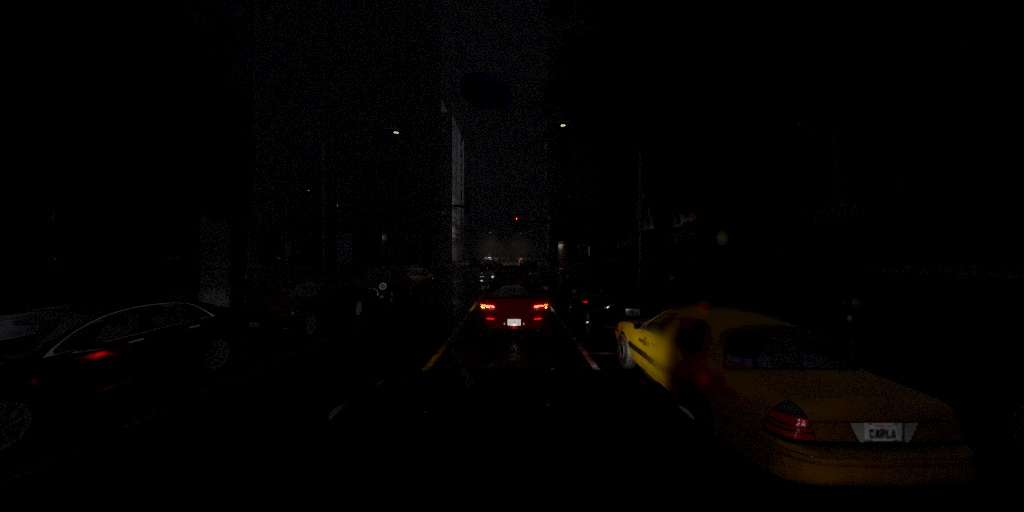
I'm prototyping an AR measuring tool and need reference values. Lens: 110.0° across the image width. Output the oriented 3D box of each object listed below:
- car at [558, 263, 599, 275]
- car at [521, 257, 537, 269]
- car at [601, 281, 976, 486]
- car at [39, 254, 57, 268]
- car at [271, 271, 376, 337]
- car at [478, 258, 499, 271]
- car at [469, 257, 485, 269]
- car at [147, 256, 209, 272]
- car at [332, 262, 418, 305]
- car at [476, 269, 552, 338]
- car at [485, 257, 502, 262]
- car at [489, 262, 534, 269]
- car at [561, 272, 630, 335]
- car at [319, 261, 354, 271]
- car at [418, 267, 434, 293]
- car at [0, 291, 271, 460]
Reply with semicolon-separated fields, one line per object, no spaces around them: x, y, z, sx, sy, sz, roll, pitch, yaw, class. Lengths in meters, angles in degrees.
6.683;1.403;32.685;4.902;1.511;2.128;1;0;0;car
2.719;1.201;53.145;1.967;1.591;4.097;0;0;0;car
2.761;1.275;4.976;1.751;1.417;4.829;0;0;0;car
-44.851;0.421;32.573;4.892;1.490;1.837;1;0;0;car
-5.769;1.295;10.254;1.888;1.381;4.507;0;0;0;car
-3.138;1.285;47.985;1.812;1.442;4.674;0;0;0;car
-5.811;1.079;58.575;2.192;1.841;5.009;0;0;0;car
-30.345;0.714;32.579;4.674;1.442;1.812;1;0;0;car
-5.774;1.190;15.711;1.967;1.591;4.097;0;0;0;car
0.063;1.276;10.097;1.812;1.442;4.674;0;0;0;car
-3.133;1.328;57.953;1.994;1.385;4.181;0;0;0;car
0.004;1.256;18.964;1.837;1.490;4.892;0;0;0;car
2.756;1.316;10.263;1.948;1.339;4.313;0;0;0;car
-14.693;1.094;32.513;4.718;1.301;1.895;1;0;2;car
-5.778;1.277;20.997;1.751;1.417;4.829;0;0;0;car
-5.764;1.300;4.797;2.007;1.370;4.403;0;0;0;car
